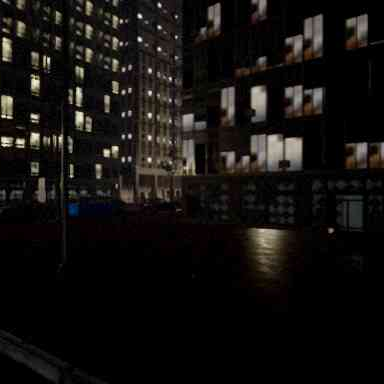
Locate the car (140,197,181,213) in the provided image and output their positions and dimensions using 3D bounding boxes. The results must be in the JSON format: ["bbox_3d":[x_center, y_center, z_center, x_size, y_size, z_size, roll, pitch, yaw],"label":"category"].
[{"bbox_3d":[-3.480,1.390,34.774,1.967,1.590,4.097,0,0,38],"label":"car"}]

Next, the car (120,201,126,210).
[{"bbox_3d":[-9.726,1.495,39.580,1.802,1.307,4.206,0,0,38],"label":"car"}]

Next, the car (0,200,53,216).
[{"bbox_3d":[-15.832,1.431,31.856,1.752,1.417,4.829,0,0,38],"label":"car"}]

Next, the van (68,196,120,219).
[{"bbox_3d":[-8.441,1.285,28.144,1.690,1.788,3.998,0,0,38],"label":"van"}]
